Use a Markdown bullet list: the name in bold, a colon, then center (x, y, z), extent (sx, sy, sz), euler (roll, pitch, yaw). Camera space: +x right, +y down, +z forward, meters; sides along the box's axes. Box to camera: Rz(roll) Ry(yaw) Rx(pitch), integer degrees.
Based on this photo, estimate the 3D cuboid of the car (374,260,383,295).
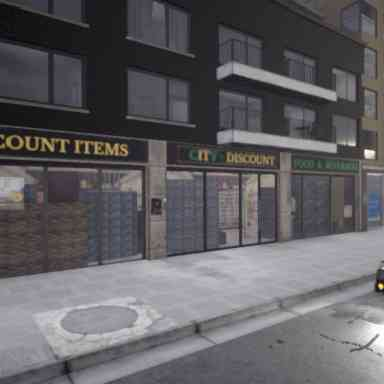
- **car**: center (5.778, 1.561, 7.178), extent (4.181, 1.385, 1.994), euler (0, 0, -35)
